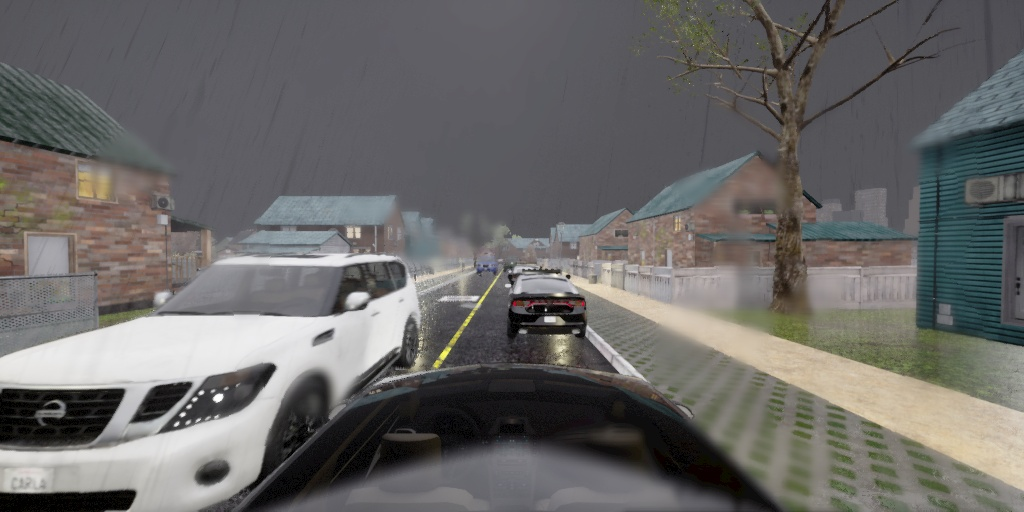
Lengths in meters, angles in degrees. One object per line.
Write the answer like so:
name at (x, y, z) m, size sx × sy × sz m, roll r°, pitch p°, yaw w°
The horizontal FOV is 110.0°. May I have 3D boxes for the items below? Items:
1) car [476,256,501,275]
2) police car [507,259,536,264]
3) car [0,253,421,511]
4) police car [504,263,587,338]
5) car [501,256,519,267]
car at (-2.743, 1.008, 40.179) m, size 2.150 × 2.045 × 5.566 m, roll 0°, pitch 0°, yaw 0°
police car at (0.828, 1.181, 20.362) m, size 1.930 × 1.638 × 5.238 m, roll 0°, pitch 0°, yaw 0°
car at (-2.850, 0.970, 4.882) m, size 2.150 × 2.045 × 5.566 m, roll 0°, pitch 0°, yaw 0°
police car at (0.827, 1.174, 10.360) m, size 1.930 × 1.638 × 5.238 m, roll 0°, pitch 0°, yaw 0°
car at (0.029, 1.025, 47.008) m, size 2.150 × 2.045 × 5.566 m, roll 0°, pitch 0°, yaw 0°
